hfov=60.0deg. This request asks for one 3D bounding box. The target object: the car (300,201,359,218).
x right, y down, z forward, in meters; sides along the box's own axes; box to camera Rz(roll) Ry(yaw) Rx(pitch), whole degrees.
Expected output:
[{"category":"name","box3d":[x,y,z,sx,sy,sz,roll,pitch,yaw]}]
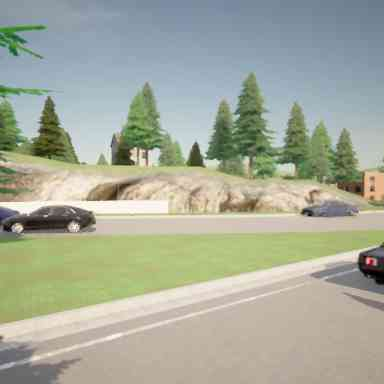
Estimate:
[{"category":"car","box3d":[12.415,1.526,29.809,5.357,1.411,2.033,0,0,-21]}]

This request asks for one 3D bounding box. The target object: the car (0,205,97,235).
[{"category":"car","box3d":[-7.888,1.499,18.595,4.892,1.490,1.837,-1,0,-9]}]

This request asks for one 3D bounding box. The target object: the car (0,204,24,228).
[{"category":"car","box3d":[-13.459,1.528,21.148,4.674,1.442,1.812,0,0,-14]}]

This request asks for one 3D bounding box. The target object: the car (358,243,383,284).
[{"category":"car","box3d":[6.190,1.593,8.300,4.718,1.301,1.895,0,0,-37]}]
